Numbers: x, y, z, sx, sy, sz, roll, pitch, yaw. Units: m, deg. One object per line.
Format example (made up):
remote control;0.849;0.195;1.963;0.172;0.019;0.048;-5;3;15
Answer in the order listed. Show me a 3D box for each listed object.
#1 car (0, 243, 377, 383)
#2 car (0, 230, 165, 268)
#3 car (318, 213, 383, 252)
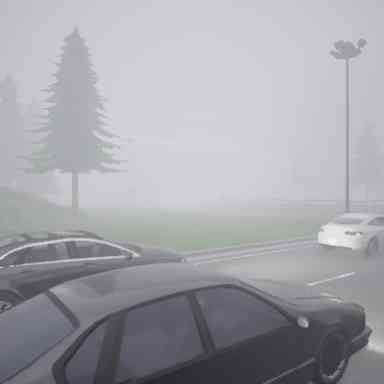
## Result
car;-0.230;1.548;3.577;5.357;1.411;2.033;0;0;-36
car;-2.287;1.492;6.412;4.902;1.511;2.128;0;0;-36
car;6.767;1.525;12.889;4.674;1.442;1.812;0;0;-35
